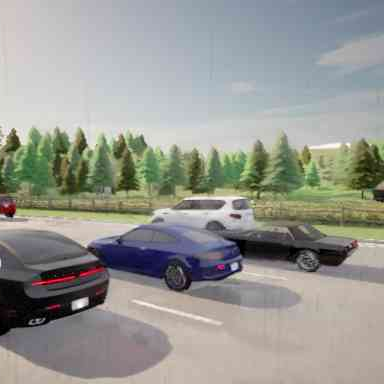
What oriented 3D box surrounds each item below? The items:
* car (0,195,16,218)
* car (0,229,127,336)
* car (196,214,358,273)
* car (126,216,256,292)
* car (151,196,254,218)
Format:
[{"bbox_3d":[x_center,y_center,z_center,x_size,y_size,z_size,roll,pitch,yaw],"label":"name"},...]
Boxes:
[{"bbox_3d":[-17.780,1.269,29.090,5.566,2.045,2.150,0,-1,30],"label":"car"},{"bbox_3d":[-3.733,1.515,6.657,4.892,1.490,1.837,0,0,36],"label":"car"},{"bbox_3d":[2.616,1.607,10.726,4.718,1.301,1.895,0,0,36],"label":"car"},{"bbox_3d":[-0.898,1.534,8.935,4.674,1.442,1.812,0,0,35],"label":"car"},{"bbox_3d":[0.404,1.235,16.605,5.566,2.045,2.150,0,0,36],"label":"car"}]
